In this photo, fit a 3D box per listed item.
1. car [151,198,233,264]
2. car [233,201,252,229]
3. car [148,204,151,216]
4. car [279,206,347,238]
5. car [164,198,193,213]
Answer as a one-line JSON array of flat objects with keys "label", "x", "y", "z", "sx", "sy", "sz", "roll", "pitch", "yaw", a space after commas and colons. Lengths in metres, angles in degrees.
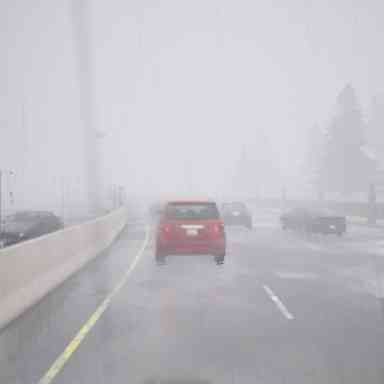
[{"label": "car", "x": -0.149, "y": 1.232, "z": 12.048, "sx": 2.150, "sy": 2.045, "sz": 5.566, "roll": 0, "pitch": 0, "yaw": -3}, {"label": "car", "x": 2.321, "y": 1.371, "z": 21.790, "sx": 2.097, "sy": 1.767, "sz": 4.553, "roll": 0, "pitch": 0, "yaw": -8}, {"label": "car", "x": -2.951, "y": 1.505, "z": 30.816, "sx": 1.882, "sy": 1.535, "sz": 5.008, "roll": 0, "pitch": 0, "yaw": -13}, {"label": "car", "x": 6.338, "y": 1.494, "z": 18.039, "sx": 1.882, "sy": 1.535, "sz": 5.008, "roll": 0, "pitch": 0, "yaw": -6}, {"label": "car", "x": -1.674, "y": 1.526, "z": 39.073, "sx": 2.128, "sy": 1.511, "sz": 4.902, "roll": 0, "pitch": 0, "yaw": -17}]
